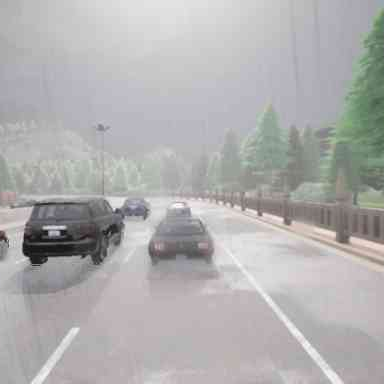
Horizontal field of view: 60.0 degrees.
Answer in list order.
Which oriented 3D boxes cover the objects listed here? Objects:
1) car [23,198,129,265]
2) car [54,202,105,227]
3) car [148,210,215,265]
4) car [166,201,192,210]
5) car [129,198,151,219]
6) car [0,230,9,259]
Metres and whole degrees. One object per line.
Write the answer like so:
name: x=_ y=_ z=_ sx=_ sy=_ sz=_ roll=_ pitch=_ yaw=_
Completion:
car: x=-3.892 y=1.210 z=11.859 sx=2.150 sy=2.045 sz=5.566 roll=-1 pitch=1 yaw=-2
car: x=-7.957 y=1.524 z=24.126 sx=2.033 sy=1.411 sz=5.357 roll=-1 pitch=0 yaw=-2
car: x=-0.371 y=1.527 z=11.484 sx=1.895 sy=1.301 sz=4.718 roll=-1 pitch=0 yaw=-2
car: x=-0.967 y=1.396 z=24.418 sx=2.033 sy=1.411 sz=5.357 roll=-1 pitch=0 yaw=-2
car: x=-4.594 y=1.242 z=27.664 sx=2.097 sy=1.767 sz=4.553 roll=-1 pitch=0 yaw=-2
car: x=-7.309 y=1.542 z=9.668 sx=1.882 sy=1.535 sz=5.008 roll=-1 pitch=1 yaw=-2
